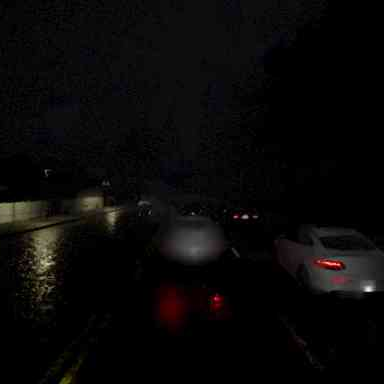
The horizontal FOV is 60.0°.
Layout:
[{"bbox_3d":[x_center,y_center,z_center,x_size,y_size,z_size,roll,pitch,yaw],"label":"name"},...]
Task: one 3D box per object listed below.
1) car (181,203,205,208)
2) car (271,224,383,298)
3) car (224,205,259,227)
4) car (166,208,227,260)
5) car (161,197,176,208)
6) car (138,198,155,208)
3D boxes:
[{"bbox_3d":[0.073,1.580,27.061,1.994,1.385,4.181,0,0,0],"label":"car"},{"bbox_3d":[3.298,1.529,8.422,1.812,1.442,4.674,0,0,2],"label":"car"},{"bbox_3d":[3.295,1.560,22.747,2.033,1.411,5.357,0,0,1],"label":"car"},{"bbox_3d":[0.076,1.531,12.252,1.812,1.442,4.674,0,0,0],"label":"car"},{"bbox_3d":[-3.334,1.535,48.262,1.837,1.490,4.892,0,0,0],"label":"car"},{"bbox_3d":[-6.584,1.557,48.245,1.812,1.442,4.674,0,0,0],"label":"car"}]
